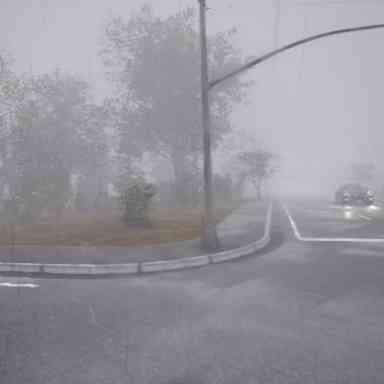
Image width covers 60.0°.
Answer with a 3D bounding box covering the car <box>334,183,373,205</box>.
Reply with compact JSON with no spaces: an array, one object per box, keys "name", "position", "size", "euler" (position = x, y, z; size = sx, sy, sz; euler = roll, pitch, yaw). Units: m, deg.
[{"name":"car","position":[12.640,0.081,26.274],"size":[2.097,1.767,4.553],"euler":[-1,0,14]}]
